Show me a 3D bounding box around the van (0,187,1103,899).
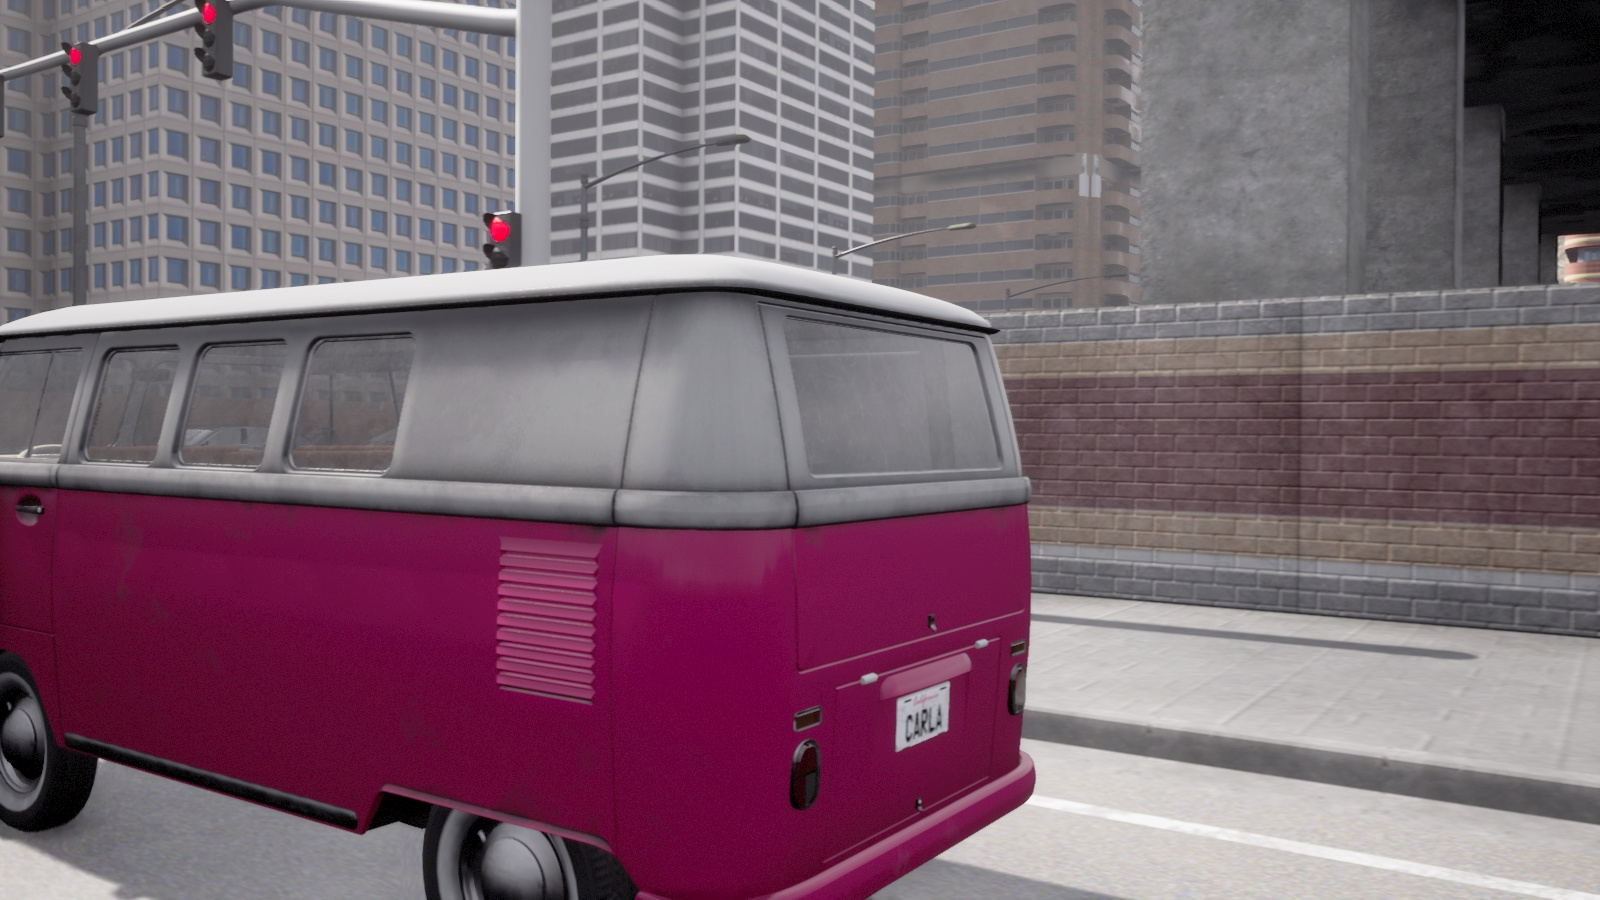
[{"bbox_3d":[-1.370,0.442,4.529,4.442,1.987,1.775,0,1,34],"label":"van"}]
